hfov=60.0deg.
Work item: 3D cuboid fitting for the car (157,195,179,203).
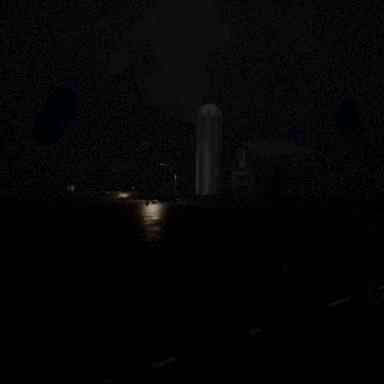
[{"bbox_3d":[-4.342,1.277,60.057,1.895,1.301,4.718,1,0,-35],"label":"car"}]
